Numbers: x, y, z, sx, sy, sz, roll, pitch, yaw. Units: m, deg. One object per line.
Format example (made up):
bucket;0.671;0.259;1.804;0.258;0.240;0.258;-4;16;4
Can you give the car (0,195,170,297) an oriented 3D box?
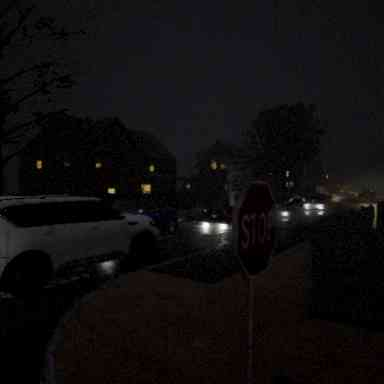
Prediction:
car;-3.268;1.081;8.631;2.150;2.045;5.566;1;2;36

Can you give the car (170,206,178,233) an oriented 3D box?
car;-2.636;1.043;14.506;2.097;1.767;4.553;1;2;35

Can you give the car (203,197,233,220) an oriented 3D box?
car;2.863;1.004;22.232;2.033;1.411;5.357;1;2;35

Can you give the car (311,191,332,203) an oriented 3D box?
car;14.824;0.556;38.822;1.895;1.301;4.718;1;2;36

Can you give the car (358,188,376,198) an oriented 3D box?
car;26.111;0.126;49.565;1.837;1.490;4.892;1;2;36

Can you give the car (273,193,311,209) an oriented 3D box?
car;8.777;0.755;30.456;2.033;1.411;5.357;1;2;36
